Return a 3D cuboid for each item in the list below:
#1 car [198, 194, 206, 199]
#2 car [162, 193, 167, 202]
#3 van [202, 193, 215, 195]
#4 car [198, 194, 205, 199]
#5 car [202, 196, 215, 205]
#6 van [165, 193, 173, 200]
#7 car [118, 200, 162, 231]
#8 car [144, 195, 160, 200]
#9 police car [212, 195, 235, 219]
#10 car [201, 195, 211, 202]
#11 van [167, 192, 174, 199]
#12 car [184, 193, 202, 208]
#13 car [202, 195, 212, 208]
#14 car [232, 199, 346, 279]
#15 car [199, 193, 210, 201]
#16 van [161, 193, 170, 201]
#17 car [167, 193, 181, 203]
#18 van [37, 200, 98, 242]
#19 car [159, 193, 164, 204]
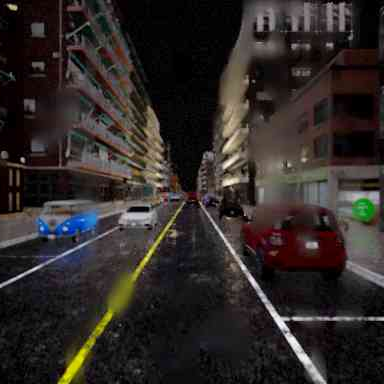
[{"bbox_3d":[2.688,1.273,89.148,1.802,1.307,4.206,0,0,0],"label":"car"},{"bbox_3d":[-5.689,1.338,55.176,2.008,1.369,4.403,0,0,0],"label":"car"},{"bbox_3d":[2.693,1.148,49.513,1.690,1.788,3.998,0,0,0],"label":"van"},{"bbox_3d":[2.687,1.259,94.811,1.802,1.307,4.206,0,0,0],"label":"car"},{"bbox_3d":[2.691,1.332,55.177,1.887,1.381,4.507,0,0,0],"label":"car"},{"bbox_3d":[-5.690,1.045,83.485,1.690,1.788,3.998,0,0,0],"label":"van"},{"bbox_3d":[-3.101,1.440,19.945,1.812,1.442,4.674,0,0,0],"label":"car"},{"bbox_3d":[-5.688,1.352,43.681,1.752,1.417,4.829,0,0,0],"label":"car"},{"bbox_3d":[2.997,1.311,27.423,1.930,1.638,5.238,0,0,0],"label":"police car"},{"bbox_3d":[2.690,1.333,66.500,1.802,1.307,4.206,0,0,0],"label":"car"},{"bbox_3d":[-5.691,1.031,89.146,1.690,1.788,3.998,0,0,0],"label":"van"},{"bbox_3d":[0.038,1.330,44.651,1.837,1.490,4.892,0,1,0],"label":"car"},{"bbox_3d":[2.692,1.392,43.852,1.947,1.339,4.313,0,0,0],"label":"car"},{"bbox_3d":[2.698,1.272,9.879,2.192,1.841,5.009,0,0,0],"label":"car"},{"bbox_3d":[2.691,1.049,72.162,2.192,1.841,5.009,0,0,0],"label":"car"},{"bbox_3d":[-5.689,1.075,72.161,1.690,1.788,3.998,0,0,0],"label":"van"},{"bbox_3d":[-3.027,1.370,61.021,1.895,1.301,4.718,0,0,0],"label":"car"},{"bbox_3d":[-5.683,1.273,15.540,1.690,1.788,3.998,0,0,0],"label":"van"},{"bbox_3d":[-5.688,1.332,49.343,1.752,1.417,4.829,0,0,0],"label":"car"}]
